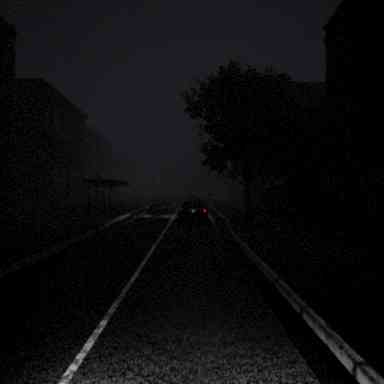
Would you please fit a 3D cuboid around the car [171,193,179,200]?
[{"bbox_3d":[-3.547,0.888,74.600,1.882,1.535,5.008,0,1,0],"label":"car"}]

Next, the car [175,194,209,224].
[{"bbox_3d":[0.088,1.298,24.409,2.097,1.767,4.553,0,0,0],"label":"car"}]

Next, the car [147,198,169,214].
[{"bbox_3d":[-3.314,1.340,33.085,1.882,1.535,5.008,0,1,0],"label":"car"}]

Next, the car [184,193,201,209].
[{"bbox_3d":[0.059,1.108,42.003,2.097,1.767,4.553,0,1,0],"label":"car"}]
